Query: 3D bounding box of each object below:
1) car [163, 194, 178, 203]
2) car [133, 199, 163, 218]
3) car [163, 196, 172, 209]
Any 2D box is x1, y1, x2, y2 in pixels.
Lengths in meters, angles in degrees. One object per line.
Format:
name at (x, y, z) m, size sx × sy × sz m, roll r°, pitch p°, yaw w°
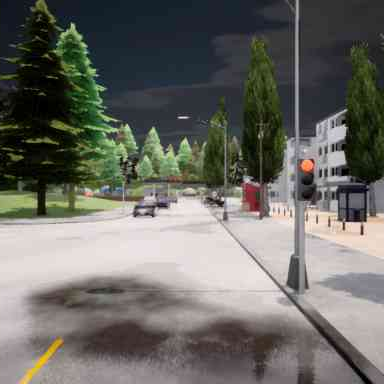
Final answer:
car at (-3.981, 1.351, 66.442) m, size 2.097 × 1.767 × 4.553 m, roll 0°, pitch 0°, yaw 0°
car at (-4.101, 1.491, 29.935) m, size 2.128 × 1.511 × 4.902 m, roll 0°, pitch 0°, yaw 0°
car at (-4.097, 1.601, 45.100) m, size 1.895 × 1.301 × 4.718 m, roll 0°, pitch 0°, yaw 0°
